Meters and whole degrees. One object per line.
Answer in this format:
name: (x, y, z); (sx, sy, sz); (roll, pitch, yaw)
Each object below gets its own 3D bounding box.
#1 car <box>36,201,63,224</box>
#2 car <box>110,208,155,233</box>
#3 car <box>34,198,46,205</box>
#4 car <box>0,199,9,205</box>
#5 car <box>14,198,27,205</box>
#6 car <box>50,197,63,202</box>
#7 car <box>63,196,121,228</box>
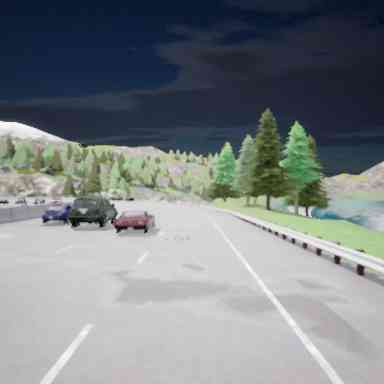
car: (-10.455, 1.733, 26.857); (1.812, 1.442, 4.674); (0, 0, -1)
car: (-3.409, 1.760, 20.632); (1.895, 1.301, 4.718); (0, 0, 0)
car: (-31.422, 1.920, 68.788); (2.128, 1.511, 4.902); (0, 0, -18)
car: (-38.044, 1.982, 66.515); (1.895, 1.301, 4.718); (0, 0, -18)
car: (-34.737, 1.915, 67.666); (1.812, 1.442, 4.674); (0, 0, -18)
car: (-27.134, 1.800, 66.806); (2.097, 1.767, 4.553); (0, 0, -16)
car: (-6.913, 1.407, 23.809); (2.150, 2.045, 5.566); (0, 0, 0)
